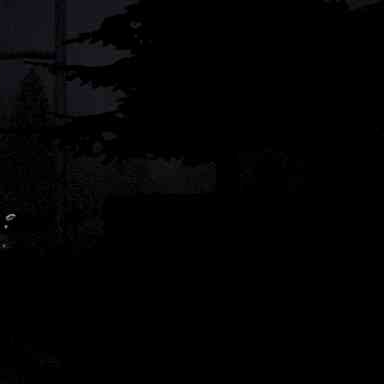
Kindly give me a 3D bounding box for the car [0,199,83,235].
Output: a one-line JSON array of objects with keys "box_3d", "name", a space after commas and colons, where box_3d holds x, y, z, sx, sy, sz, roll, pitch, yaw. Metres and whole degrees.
[{"box_3d": [-8.297, 1.201, 18.044, 2.097, 1.767, 4.553, 1, 0, 36], "name": "car"}]
